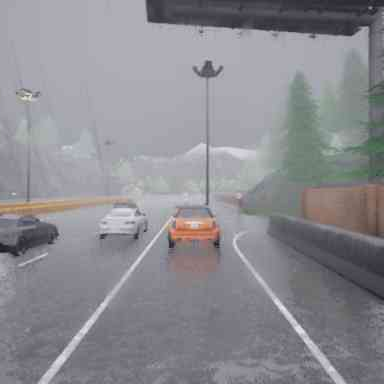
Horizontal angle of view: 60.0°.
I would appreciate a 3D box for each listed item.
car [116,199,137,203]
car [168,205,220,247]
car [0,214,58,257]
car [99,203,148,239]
[{"bbox_3d":[-6.931,1.493,34.678,2.128,1.511,4.902,0,0,0],"label":"car"},{"bbox_3d":[0.113,1.353,15.157,2.097,1.767,4.553,0,0,1],"label":"car"},{"bbox_3d":[-6.909,1.565,13.042,1.994,1.385,4.181,0,0,0],"label":"car"},{"bbox_3d":[-3.413,1.527,17.068,1.812,1.442,4.674,0,0,0],"label":"car"}]
